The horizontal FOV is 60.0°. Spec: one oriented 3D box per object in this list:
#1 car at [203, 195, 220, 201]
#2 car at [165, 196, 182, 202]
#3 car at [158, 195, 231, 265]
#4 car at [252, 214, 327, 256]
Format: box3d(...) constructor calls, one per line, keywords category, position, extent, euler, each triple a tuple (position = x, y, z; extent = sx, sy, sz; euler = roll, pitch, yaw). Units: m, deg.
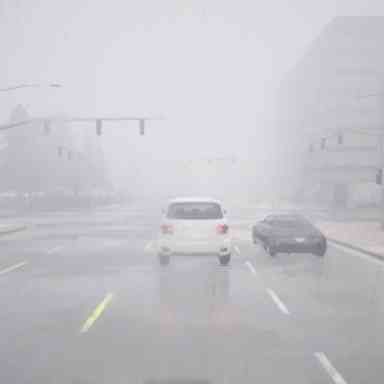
box3d(category="car", position=(4.852, 1.350, 82.258), extent=(1.994, 1.385, 4.181), euler=(0, 0, 42))
box3d(category="car", position=(-3.752, 1.427, 68.807), extent=(1.895, 1.301, 4.718), euler=(0, 0, 20))
box3d(category="car", position=(0.074, 1.192, 11.767), extent=(2.150, 2.045, 5.566), euler=(0, 0, 0))
box3d(category="car", position=(3.578, 1.532, 12.904), extent=(1.994, 1.385, 4.181), euler=(0, 0, 0))
